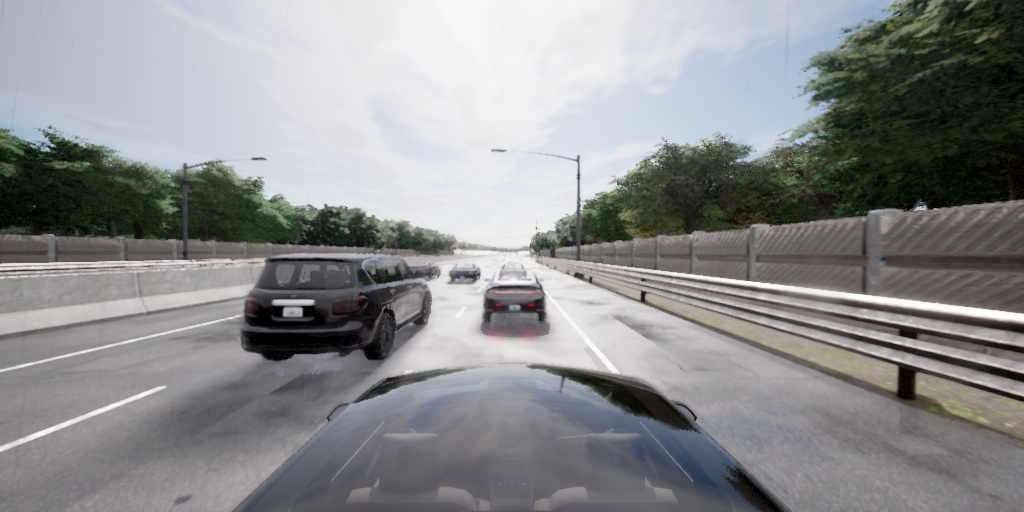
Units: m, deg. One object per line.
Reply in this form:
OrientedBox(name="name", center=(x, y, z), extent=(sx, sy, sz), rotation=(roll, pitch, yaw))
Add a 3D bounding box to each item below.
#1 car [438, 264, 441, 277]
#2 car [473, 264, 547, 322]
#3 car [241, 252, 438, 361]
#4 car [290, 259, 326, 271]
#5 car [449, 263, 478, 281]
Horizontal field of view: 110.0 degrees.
OrientedBox(name="car", center=(-6.917, 1.057, 28.559), extent=(2.128, 1.511, 4.902), rotation=(0, 0, 0))
OrientedBox(name="car", center=(0.081, 1.170, 11.995), extent=(2.128, 1.511, 4.902), rotation=(0, 0, 0))
OrientedBox(name="car", center=(-3.432, 0.930, 8.271), extent=(2.150, 2.045, 5.566), rotation=(0, 1, 0))
OrientedBox(name="car", center=(-24.584, 1.025, 43.479), extent=(1.994, 1.385, 4.181), rotation=(0, 0, 0))
OrientedBox(name="car", center=(-3.420, 1.178, 27.022), extent=(1.895, 1.301, 4.718), rotation=(0, 0, 0))
